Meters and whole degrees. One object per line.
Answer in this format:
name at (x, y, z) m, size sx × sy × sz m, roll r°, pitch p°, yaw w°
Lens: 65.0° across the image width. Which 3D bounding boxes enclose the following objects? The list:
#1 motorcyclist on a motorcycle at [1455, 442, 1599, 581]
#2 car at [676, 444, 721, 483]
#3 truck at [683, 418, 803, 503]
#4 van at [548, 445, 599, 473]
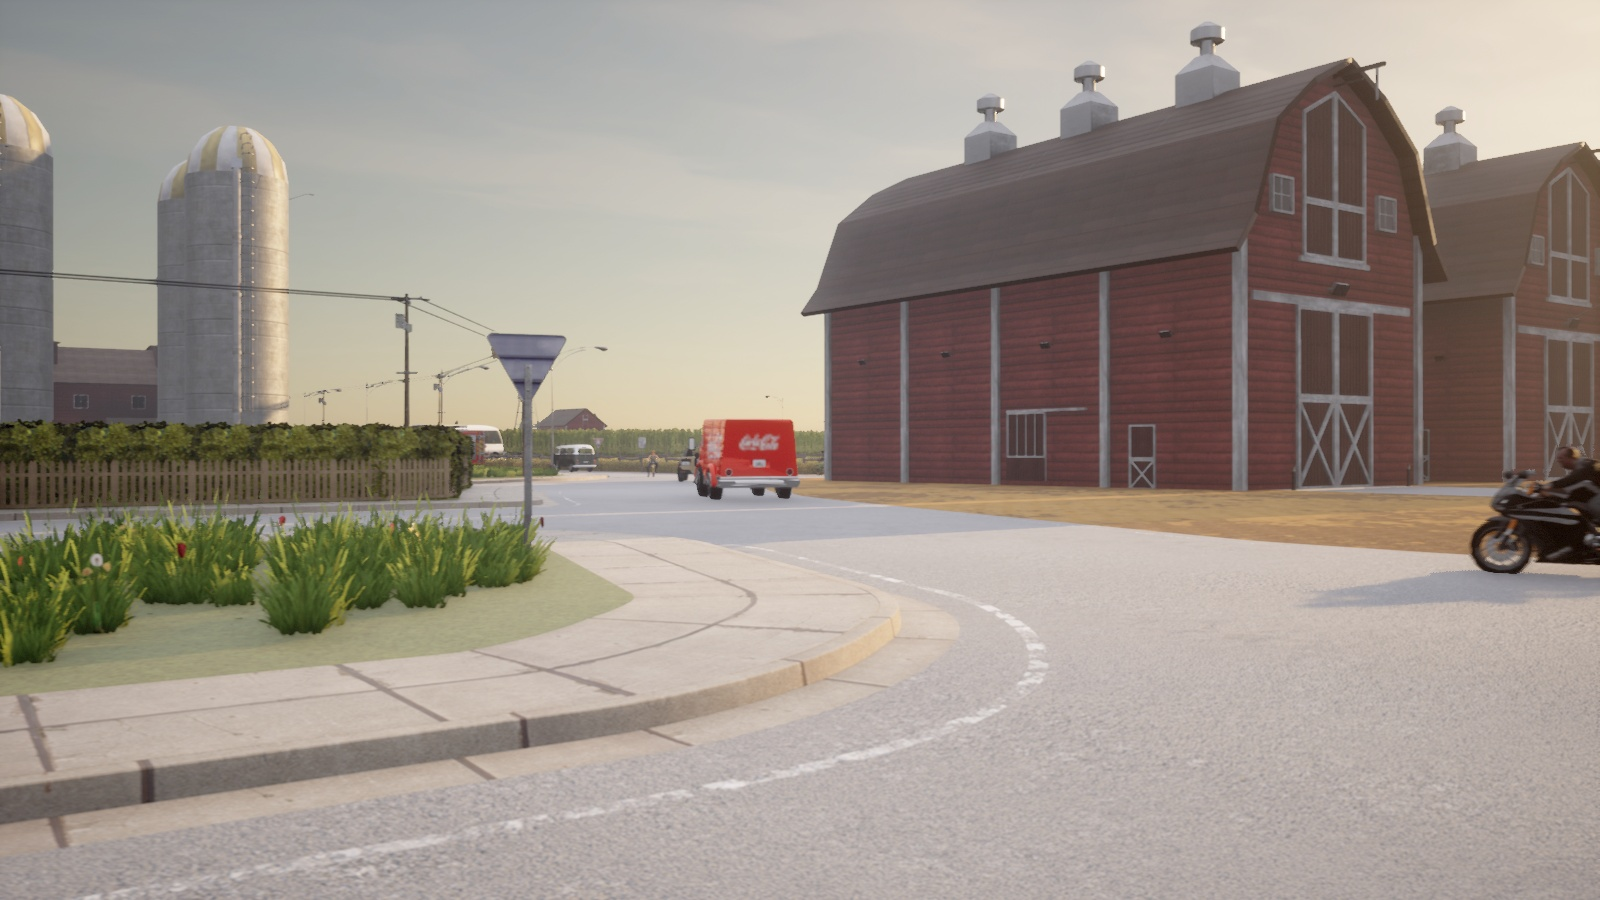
motorcyclist on a motorcycle at (8.816, 0.695, 14.405) m, size 2.191 × 1.530 × 0.866 m, roll 0°, pitch -1°, yaw 18°
car at (-5.045, 0.658, 62.744) m, size 1.932 × 1.855 × 4.605 m, roll 0°, pitch 0°, yaw -1°
truck at (-1.874, 0.266, 39.104) m, size 2.627 × 2.467 × 5.204 m, roll 0°, pitch 1°, yaw -15°
van at (-17.016, 0.690, 94.252) m, size 2.069 × 2.038 × 4.480 m, roll 0°, pitch 0°, yaw -35°
